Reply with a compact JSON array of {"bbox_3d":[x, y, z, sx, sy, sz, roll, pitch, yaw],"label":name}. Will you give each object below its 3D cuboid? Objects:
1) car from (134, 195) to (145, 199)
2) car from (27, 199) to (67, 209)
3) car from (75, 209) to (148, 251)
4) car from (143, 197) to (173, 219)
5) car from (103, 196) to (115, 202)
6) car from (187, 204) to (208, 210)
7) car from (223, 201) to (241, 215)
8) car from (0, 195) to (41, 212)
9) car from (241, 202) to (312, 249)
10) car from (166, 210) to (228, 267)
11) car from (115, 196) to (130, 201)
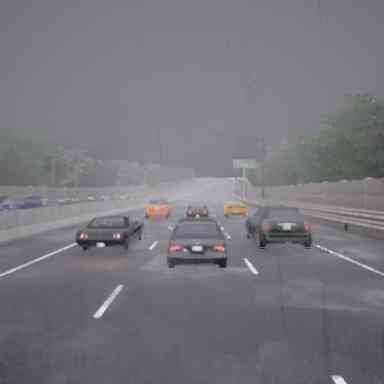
[{"bbox_3d":[-11.608,1.482,74.317,2.097,1.767,4.553,0,0,4],"label":"car"},{"bbox_3d":[-13.611,1.653,32.698,2.033,1.411,5.357,0,0,2],"label":"car"},{"bbox_3d":[-3.294,1.648,14.356,1.895,1.301,4.718,0,0,1],"label":"car"},{"bbox_3d":[-2.958,1.459,30.850,2.097,1.767,4.553,0,0,2],"label":"car"},{"bbox_3d":[-18.595,1.644,74.746,2.128,1.511,4.902,0,0,4],"label":"car"},{"bbox_3d":[0.507,1.705,29.631,1.895,1.301,4.718,0,0,2],"label":"car"},{"bbox_3d":[4.092,1.595,32.557,1.882,1.535,5.008,0,0,2],"label":"car"},{"bbox_3d":[-17.088,1.328,33.421,2.150,2.045,5.566,0,0,2],"label":"car"},{"bbox_3d":[3.719,1.405,15.026,2.097,1.767,4.553,0,0,1],"label":"car"},{"bbox_3d":[0.171,1.586,11.481,2.033,1.411,5.357,0,0,1],"label":"car"},{"bbox_3d":[-15.102,1.647,74.517,1.812,1.442,4.674,0,0,4],"label":"car"}]
